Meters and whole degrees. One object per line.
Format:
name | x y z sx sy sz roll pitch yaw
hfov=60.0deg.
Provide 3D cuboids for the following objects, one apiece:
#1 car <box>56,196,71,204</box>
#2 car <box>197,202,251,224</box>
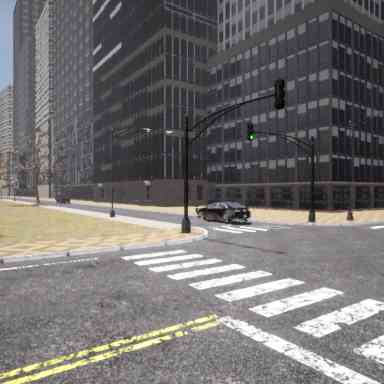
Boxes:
car | -24.713 1.512 63.735 1.837 1.490 4.892 0 0 -35
car | 2.315 1.494 25.152 2.128 1.511 4.902 0 0 -35
